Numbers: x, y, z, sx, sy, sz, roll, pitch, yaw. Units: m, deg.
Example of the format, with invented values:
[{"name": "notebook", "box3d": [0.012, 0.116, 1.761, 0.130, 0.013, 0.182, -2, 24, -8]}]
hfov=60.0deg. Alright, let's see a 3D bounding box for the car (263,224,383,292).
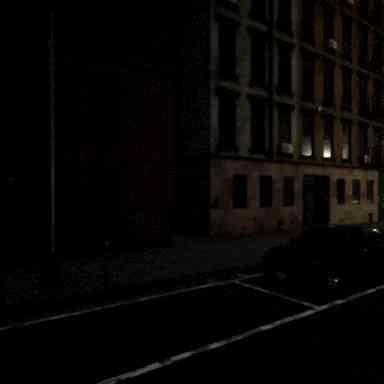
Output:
[{"name": "car", "box3d": [3.831, 1.574, 8.958, 4.313, 1.339, 1.947, 0, 0, -36]}]
